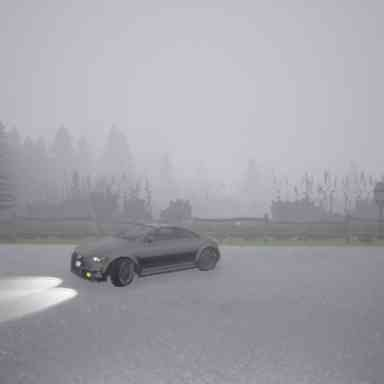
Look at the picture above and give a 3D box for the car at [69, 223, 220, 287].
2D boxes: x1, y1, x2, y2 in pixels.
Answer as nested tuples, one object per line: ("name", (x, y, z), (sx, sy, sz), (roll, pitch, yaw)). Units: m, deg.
("car", (-1.219, 1.598, 9.398), (4.181, 1.385, 1.994), (0, -1, -36))
